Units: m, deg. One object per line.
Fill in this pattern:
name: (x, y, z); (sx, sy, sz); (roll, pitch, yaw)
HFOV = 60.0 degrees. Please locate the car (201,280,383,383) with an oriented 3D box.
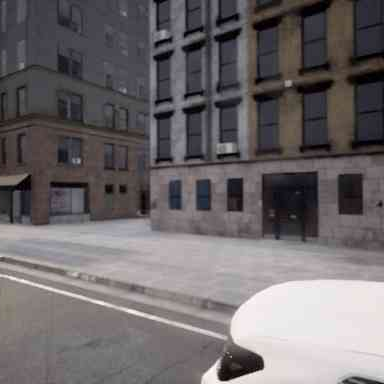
car: (2.734, 1.226, 1.796); (5.566, 2.045, 2.150); (0, 0, 35)
